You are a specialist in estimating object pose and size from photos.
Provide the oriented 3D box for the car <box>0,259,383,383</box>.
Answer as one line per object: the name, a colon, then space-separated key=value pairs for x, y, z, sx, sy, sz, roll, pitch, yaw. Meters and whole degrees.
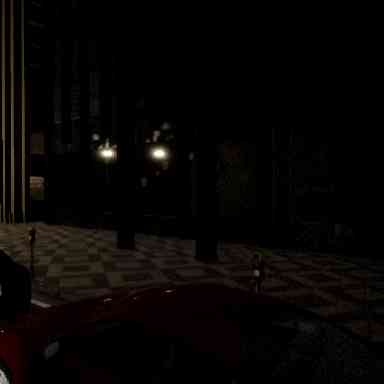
car: x=-0.144 y=1.540 z=2.960 sx=4.507 sy=1.381 sz=1.887 roll=0 pitch=-1 yaw=35

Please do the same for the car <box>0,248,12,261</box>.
car: x=-4.725 y=1.546 z=6.225 sx=4.313 sy=1.339 sz=1.947 roll=0 pitch=-1 yaw=35
